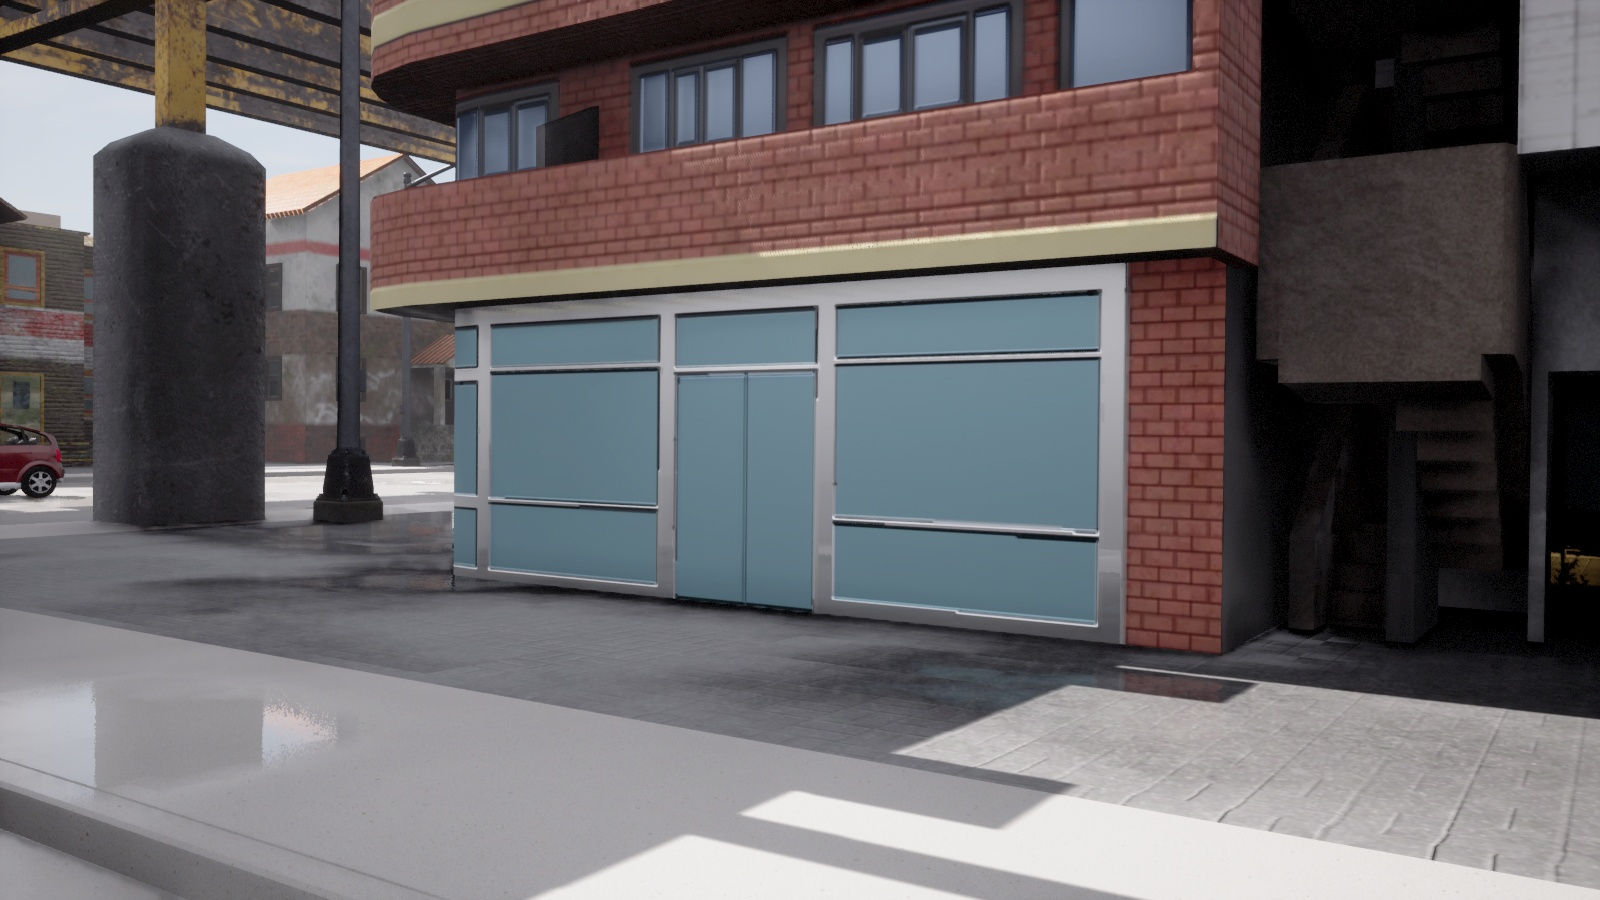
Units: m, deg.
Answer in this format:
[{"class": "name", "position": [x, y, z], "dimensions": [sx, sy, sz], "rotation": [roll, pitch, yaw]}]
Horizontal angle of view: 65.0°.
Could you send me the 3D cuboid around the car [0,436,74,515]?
[{"class": "car", "position": [-16.831, 0.521, 24.977], "dimensions": [1.789, 1.549, 3.705], "rotation": [0, 1, 33]}]
